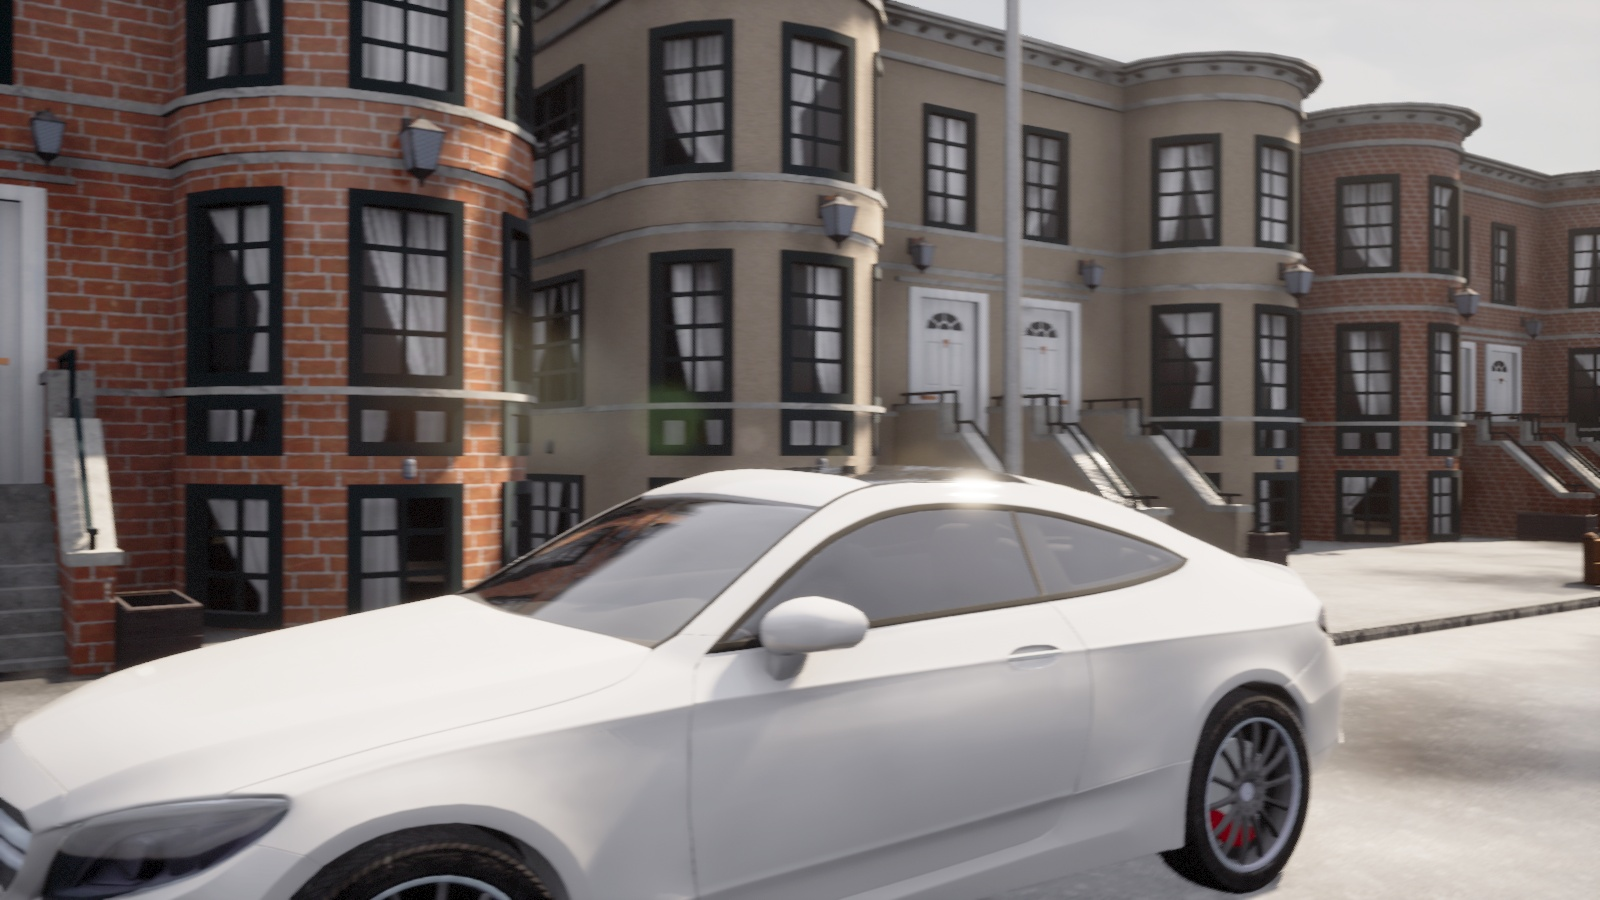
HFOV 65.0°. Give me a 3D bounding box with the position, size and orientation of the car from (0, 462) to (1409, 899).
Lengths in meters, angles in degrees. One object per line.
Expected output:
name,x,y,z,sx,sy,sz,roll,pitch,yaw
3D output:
car,-0.124,0.781,4.181,4.674,1.442,1.812,0,0,-35
